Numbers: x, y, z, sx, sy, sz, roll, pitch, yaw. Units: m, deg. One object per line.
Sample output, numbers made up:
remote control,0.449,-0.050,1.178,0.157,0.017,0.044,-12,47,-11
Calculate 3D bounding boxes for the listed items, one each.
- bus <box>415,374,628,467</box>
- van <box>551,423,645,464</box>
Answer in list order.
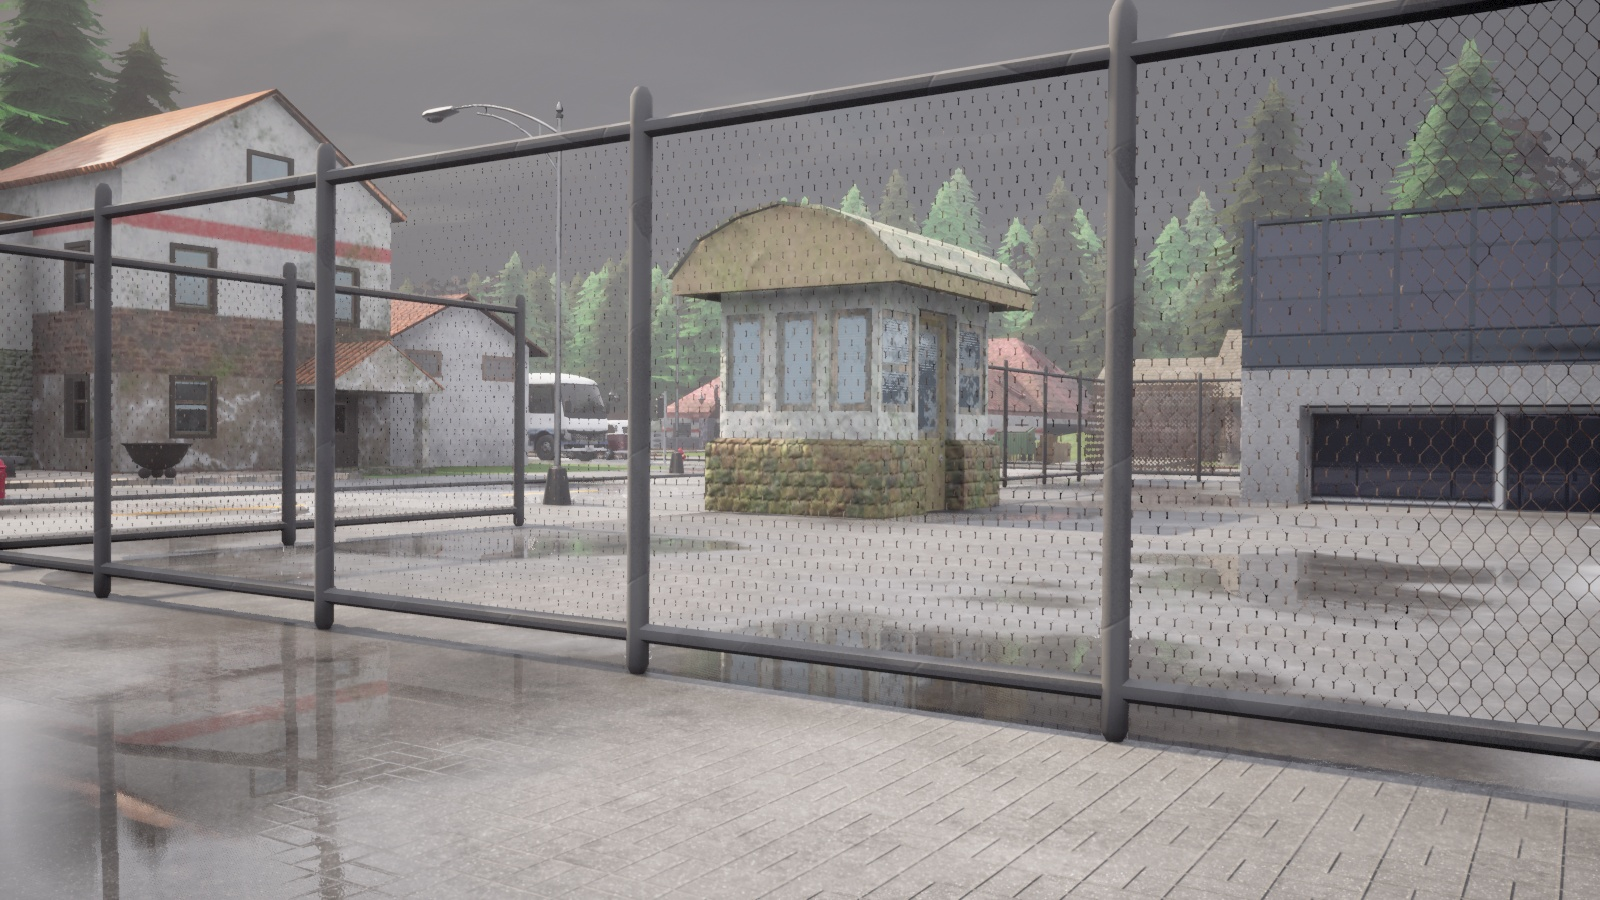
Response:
bus,-13.741,-1.362,61.640,10.273,4.253,3.944,0,1,31
van,-10.349,-0.330,64.280,4.480,2.038,2.069,0,1,32
